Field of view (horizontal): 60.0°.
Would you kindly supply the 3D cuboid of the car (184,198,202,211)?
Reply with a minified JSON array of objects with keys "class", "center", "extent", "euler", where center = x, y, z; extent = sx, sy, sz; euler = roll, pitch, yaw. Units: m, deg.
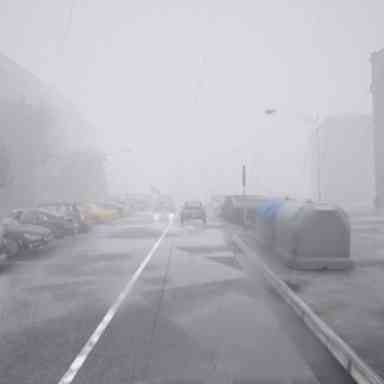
[{"class":"car","center":[0.094,1.509,41.126],"extent":[2.128,1.511,4.902],"euler":[0,0,0]}]

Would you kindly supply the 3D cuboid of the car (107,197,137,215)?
[{"class":"car","center":[-7.840,1.487,28.932],"extent":[5.366,1.575,1.946],"euler":[0,0,0]}]

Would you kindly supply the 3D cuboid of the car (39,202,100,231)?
[{"class":"car","center":[-7.620,1.360,17.756],"extent":[4.553,1.767,2.185],"euler":[0,0,0]}]

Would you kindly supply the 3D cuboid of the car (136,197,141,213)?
[{"class":"car","center":[-7.684,1.520,31.726],"extent":[4.792,1.488,2.163],"euler":[0,0,0]}]

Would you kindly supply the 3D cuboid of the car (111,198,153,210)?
[{"class":"car","center":[-7.656,1.499,42.841],"extent":[5.008,1.535,2.097],"euler":[0,0,0]}]

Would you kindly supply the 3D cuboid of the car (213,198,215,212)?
[{"class":"car","center":[4.672,1.532,31.873],"extent":[4.674,1.452,2.002],"euler":[0,0,0]}]

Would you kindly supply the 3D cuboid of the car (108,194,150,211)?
[{"class":"car","center":[-7.628,1.243,40.107],"extent":[5.566,2.045,2.435],"euler":[0,0,0]}]

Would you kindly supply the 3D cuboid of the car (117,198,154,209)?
[{"class":"car","center":[-7.686,1.550,45.673],"extent":[4.792,1.488,2.163],"euler":[0,0,0]}]

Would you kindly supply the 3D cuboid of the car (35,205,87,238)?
[{"class":"car","center":[-7.646,1.486,14.964],"extent":[4.892,1.521,2.231],"euler":[0,0,0]}]

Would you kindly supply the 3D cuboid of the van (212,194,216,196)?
[{"class":"van","center":[4.790,1.299,45.939],"extent":[4.442,1.987,1.878],"euler":[0,-1,0]}]

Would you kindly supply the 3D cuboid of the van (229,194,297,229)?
[{"class":"van","center":[4.794,1.262,20.833],"extent":[4.442,1.987,1.878],"euler":[0,0,0]}]

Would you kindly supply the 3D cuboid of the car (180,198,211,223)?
[{"class":"car","center":[0.096,1.501,25.695],"extent":[2.128,1.511,4.902],"euler":[0,0,0]}]

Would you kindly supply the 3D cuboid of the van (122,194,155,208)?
[{"class":"van","center":[-7.774,1.338,48.463],"extent":[4.442,1.987,1.878],"euler":[0,-1,0]}]

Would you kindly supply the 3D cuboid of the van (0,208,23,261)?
[{"class":"van","center":[-7.534,1.257,9.377],"extent":[4.442,1.987,1.878],"euler":[0,0,0]}]

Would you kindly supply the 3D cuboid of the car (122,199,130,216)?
[{"class":"car","center":[-7.682,1.518,26.138],"extent":[4.792,1.488,2.163],"euler":[0,0,0]}]

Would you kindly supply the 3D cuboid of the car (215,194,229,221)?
[{"class":"car","center":[4.705,1.238,23.624],"extent":[5.566,2.045,2.435],"euler":[0,0,0]}]

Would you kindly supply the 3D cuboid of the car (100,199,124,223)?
[{"class":"car","center":[-7.839,1.485,23.345],"extent":[5.366,1.575,1.946],"euler":[0,0,0]}]

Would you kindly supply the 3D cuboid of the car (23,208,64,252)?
[{"class":"car","center":[-7.658,1.485,12.170],"extent":[4.892,1.521,2.231],"euler":[0,0,0]}]

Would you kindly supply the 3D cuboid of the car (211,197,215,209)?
[{"class":"car","center":[4.646,1.523,34.662],"extent":[4.792,1.488,2.163],"euler":[0,0,0]}]

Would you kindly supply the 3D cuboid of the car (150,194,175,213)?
[{"class":"car","center":[-3.102,1.234,38.179],"extent":[2.150,2.045,5.566],"euler":[0,0,0]}]
